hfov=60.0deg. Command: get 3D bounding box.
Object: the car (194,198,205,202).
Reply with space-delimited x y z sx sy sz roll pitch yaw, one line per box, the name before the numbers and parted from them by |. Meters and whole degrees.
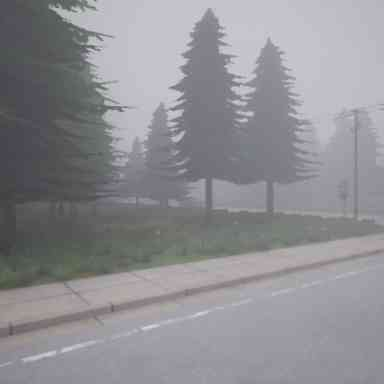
car | 0.165 1.450 46.542 1.837 1.490 4.892 0 0 -34
